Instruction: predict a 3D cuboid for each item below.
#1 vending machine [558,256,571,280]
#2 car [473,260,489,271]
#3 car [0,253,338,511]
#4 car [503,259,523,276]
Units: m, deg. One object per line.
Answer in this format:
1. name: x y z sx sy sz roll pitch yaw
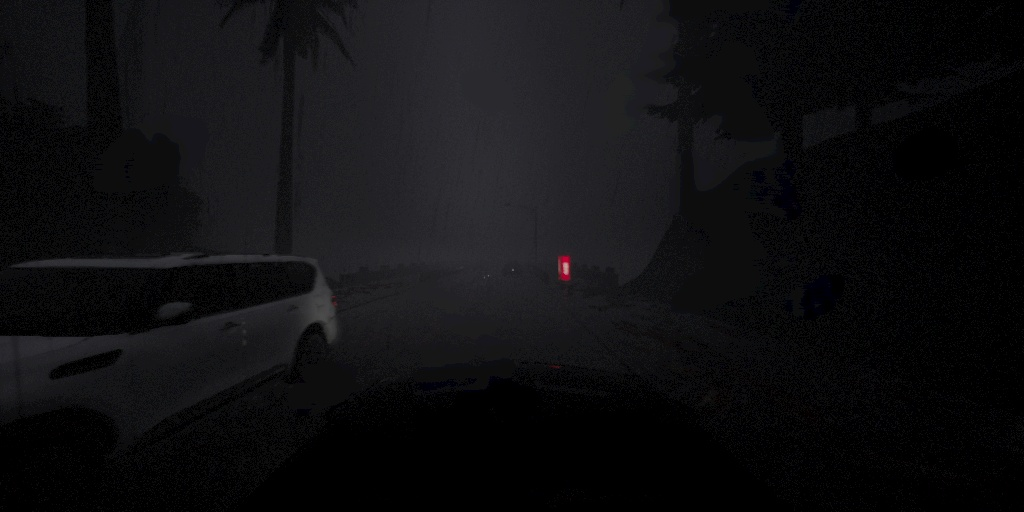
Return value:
1. vending machine: 4.303 0.949 29.285 1.100 2.100 0.880 0 0 0
2. car: -4.059 1.303 48.071 2.033 1.411 5.357 0 0 1
3. car: -4.098 0.973 4.001 2.150 2.045 5.566 0 0 0
4. car: 0.104 1.318 36.893 1.994 1.385 4.181 0 0 0
